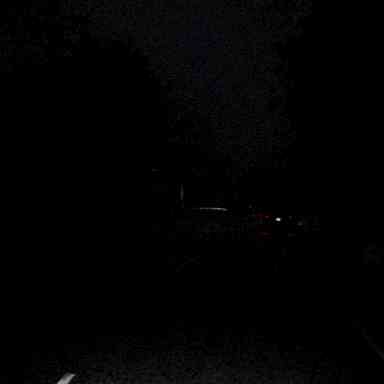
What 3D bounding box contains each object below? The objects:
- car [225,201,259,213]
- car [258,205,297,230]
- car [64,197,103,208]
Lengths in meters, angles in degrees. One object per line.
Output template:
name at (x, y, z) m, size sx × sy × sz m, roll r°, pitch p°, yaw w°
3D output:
car at (5.938, 1.724, 39.760) m, size 1.895 × 1.301 × 4.718 m, roll 1°, pitch -1°, yaw -31°
car at (5.740, 1.606, 21.520) m, size 1.994 × 1.385 × 4.181 m, roll 0°, pitch 0°, yaw 19°
car at (-14.012, 1.442, 43.219) m, size 5.008 × 1.535 × 1.882 m, roll 1°, pitch -1°, yaw -17°
